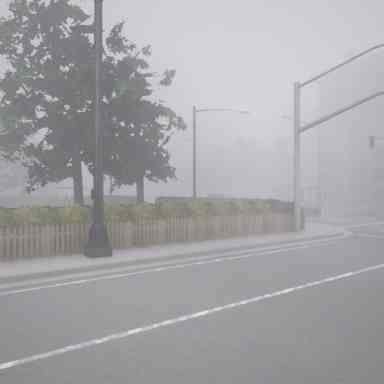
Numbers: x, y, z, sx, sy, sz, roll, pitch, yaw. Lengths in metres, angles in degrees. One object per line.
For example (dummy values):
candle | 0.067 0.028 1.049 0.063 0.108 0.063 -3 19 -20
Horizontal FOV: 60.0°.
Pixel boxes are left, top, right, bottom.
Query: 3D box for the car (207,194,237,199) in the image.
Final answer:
car | 3.857 1.214 39.294 2.150 2.045 5.566 0 0 -35

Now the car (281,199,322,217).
car | 9.604 1.470 30.990 1.882 1.535 5.008 0 0 -35
